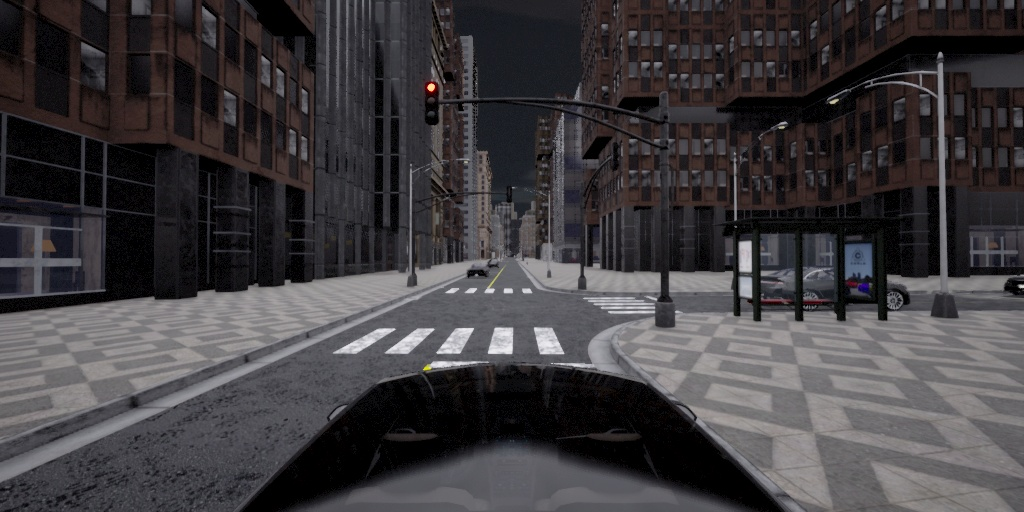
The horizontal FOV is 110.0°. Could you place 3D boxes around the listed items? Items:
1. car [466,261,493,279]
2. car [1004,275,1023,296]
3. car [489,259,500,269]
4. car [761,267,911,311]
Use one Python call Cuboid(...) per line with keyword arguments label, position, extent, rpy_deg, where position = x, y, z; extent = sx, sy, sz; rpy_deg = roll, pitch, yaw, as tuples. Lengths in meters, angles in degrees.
Cuboid(label="car", position=(-3.059, 1.358, 33.157), extent=(1.895, 1.301, 4.718), rpy_deg=(0, 0, 0))
Cuboid(label="car", position=(25.473, 1.113, 16.195), extent=(4.892, 1.490, 1.837), rpy_deg=(0, -1, 0))
Cuboid(label="car", position=(-2.981, 1.270, 56.708), extent=(1.837, 1.490, 4.892), rpy_deg=(0, -1, 1))
Cuboid(label="car", position=(11.518, 1.144, 13.103), extent=(4.902, 1.511, 2.128), rpy_deg=(0, -1, 0))
